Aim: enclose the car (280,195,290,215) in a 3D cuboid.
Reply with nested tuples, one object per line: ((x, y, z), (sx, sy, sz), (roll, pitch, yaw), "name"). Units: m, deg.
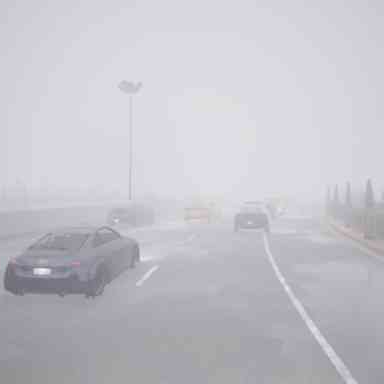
((8.113, 1.277, 32.997), (2.097, 1.767, 4.553), (0, 0, 21), "car")

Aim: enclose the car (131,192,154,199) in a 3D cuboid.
((-7.674, 1.046, 53.350), (2.150, 2.045, 5.566), (0, 0, 22), "car")

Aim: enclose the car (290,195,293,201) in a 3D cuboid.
((14.109, 1.393, 51.615), (1.837, 1.490, 4.892), (0, 0, 21), "car")

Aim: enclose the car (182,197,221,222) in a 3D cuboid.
((0.911, 1.404, 25.904), (1.882, 1.535, 5.008), (0, 0, 17), "car")

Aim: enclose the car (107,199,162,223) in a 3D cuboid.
((-3.852, 1.430, 21.924), (1.837, 1.490, 4.892), (0, 0, 14), "car")

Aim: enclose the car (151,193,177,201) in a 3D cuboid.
((-3.987, 1.382, 53.168), (2.033, 1.411, 5.357), (0, 0, 22), "car")

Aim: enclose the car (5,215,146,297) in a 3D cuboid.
((-2.740, 1.531, 8.555), (1.994, 1.385, 4.181), (0, 0, 6), "car")

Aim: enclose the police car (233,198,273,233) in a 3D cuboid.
((3.607, 1.378, 19.593), (1.930, 1.638, 5.238), (0, 0, 14), "police car")

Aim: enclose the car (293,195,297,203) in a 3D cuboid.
((19.638, 1.310, 65.758), (1.837, 1.490, 4.892), (0, 0, 21), "car")

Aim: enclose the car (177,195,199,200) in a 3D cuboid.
((-0.193, 1.196, 53.230), (2.097, 1.767, 4.553), (0, 0, 22), "car")

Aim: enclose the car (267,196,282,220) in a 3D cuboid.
((6.100, 1.414, 27.768), (1.882, 1.535, 5.008), (0, 0, 20), "car")
